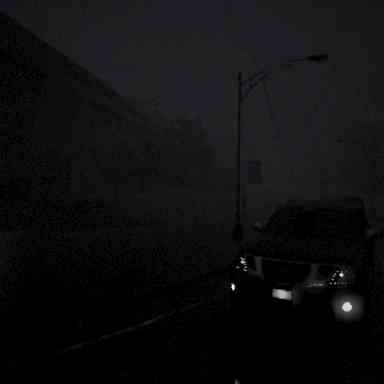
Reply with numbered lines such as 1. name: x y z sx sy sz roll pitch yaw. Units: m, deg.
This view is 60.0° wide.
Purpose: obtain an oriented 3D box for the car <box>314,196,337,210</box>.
1. car: 17.139 1.389 42.893 2.128 1.511 4.902 1 2 14

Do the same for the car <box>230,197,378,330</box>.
1. car: 2.844 1.250 7.534 2.150 2.045 5.566 1 0 31

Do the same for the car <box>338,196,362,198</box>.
1. car: 13.721 1.373 29.433 2.150 2.045 5.566 1 0 14
